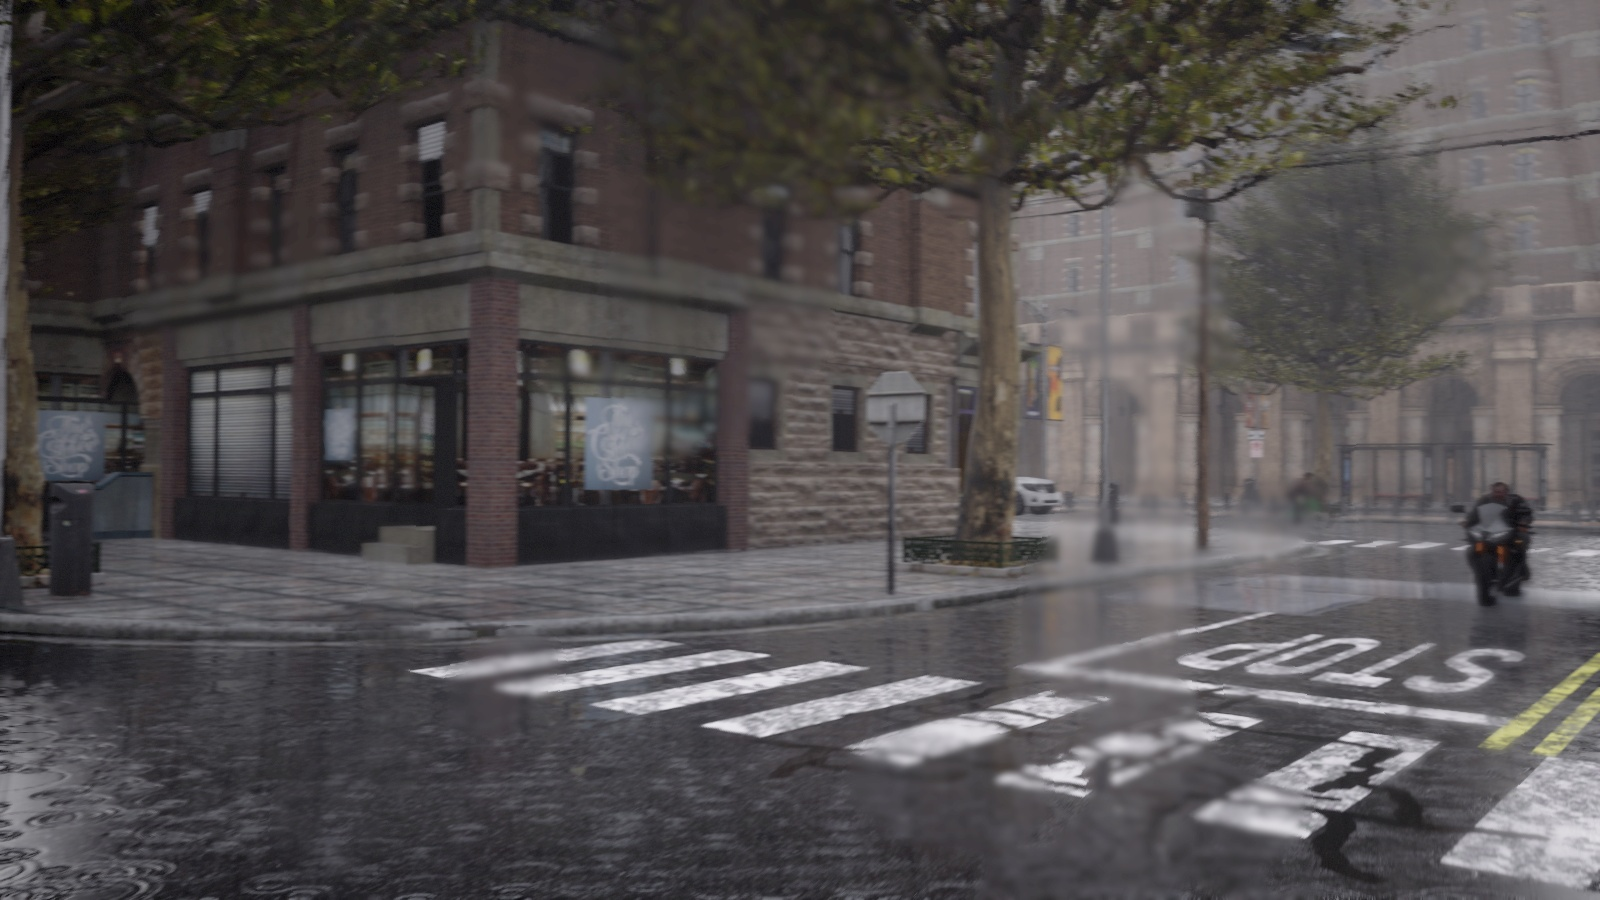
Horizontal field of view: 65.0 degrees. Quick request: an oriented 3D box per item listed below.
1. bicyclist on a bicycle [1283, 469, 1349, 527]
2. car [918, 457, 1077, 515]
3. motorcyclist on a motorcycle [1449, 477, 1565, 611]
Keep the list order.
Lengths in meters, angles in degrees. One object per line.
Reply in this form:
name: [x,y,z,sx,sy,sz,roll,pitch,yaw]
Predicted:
bicyclist on a bicycle: [14.822,1.371,36.101,1.656,1.620,0.582,0,-1,40]
car: [7.334,1.325,47.051,5.566,2.045,2.150,-1,-1,40]
motorcyclist on a motorcycle: [8.827,1.110,15.631,0.866,1.530,2.191,-1,-1,40]
